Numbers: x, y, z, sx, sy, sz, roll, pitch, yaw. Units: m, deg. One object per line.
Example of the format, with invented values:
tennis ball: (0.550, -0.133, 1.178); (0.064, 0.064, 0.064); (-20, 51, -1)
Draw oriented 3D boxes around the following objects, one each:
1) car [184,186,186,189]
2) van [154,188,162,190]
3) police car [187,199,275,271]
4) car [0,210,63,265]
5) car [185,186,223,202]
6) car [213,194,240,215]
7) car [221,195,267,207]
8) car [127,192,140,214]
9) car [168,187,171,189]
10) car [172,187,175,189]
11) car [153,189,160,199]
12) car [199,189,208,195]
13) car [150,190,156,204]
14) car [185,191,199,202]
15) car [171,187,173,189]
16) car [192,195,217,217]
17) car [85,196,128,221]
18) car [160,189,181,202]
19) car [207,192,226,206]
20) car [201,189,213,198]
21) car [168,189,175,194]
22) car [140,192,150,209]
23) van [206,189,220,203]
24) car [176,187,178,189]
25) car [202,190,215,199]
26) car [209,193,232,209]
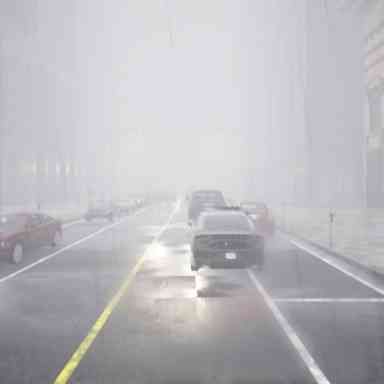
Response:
car: (-0.010, -0.044, 64.855); (2.150, 2.045, 5.566); (0, 1, 0)
van: (-5.768, 0.255, 55.686); (1.690, 1.788, 3.998); (0, 1, 0)
police car: (0.898, 1.222, 10.282); (1.930, 1.638, 5.238); (0, 1, 0)
car: (-5.762, 1.329, 10.884); (1.887, 1.381, 4.507); (0, 1, 0)
car: (0.817, 0.827, 20.188); (2.150, 2.045, 5.566); (0, 1, -1)
car: (2.761, 0.980, 27.865); (1.752, 1.417, 4.829); (0, 1, 0)
car: (2.763, 1.116, 16.491); (1.967, 1.590, 4.097); (0, 1, 0)
car: (-5.764, 0.986, 27.516); (1.752, 1.417, 4.829); (0, 1, 0)
car: (-5.770, 0.137, 66.889); (1.967, 1.590, 4.097); (0, 1, 0)
car: (-5.772, -0.080, 78.090); (1.967, 1.590, 4.097); (0, 1, 0)
car: (-5.767, 0.676, 44.489); (1.887, 1.381, 4.507); (0, 1, 0)
car: (2.753, 0.024, 78.105); (1.887, 1.381, 4.507); (0, 1, 0)
car: (-5.766, 0.785, 38.887); (1.887, 1.381, 4.507); (0, 1, 0)
car: (0.021, 0.603, 47.296); (1.812, 1.442, 4.674); (0, 1, 0)
car: (-5.772, 0.154, 72.492); (1.947, 1.339, 4.313); (0, 1, 0)
car: (0.896, 1.013, 26.171); (1.812, 1.442, 4.674); (0, 1, 0)
car: (-5.764, 1.149, 22.086); (1.802, 1.307, 4.206); (0, 1, 0)
car: (-3.030, 0.641, 46.464); (2.033, 1.411, 5.357); (0, 1, 1)
car: (2.759, 0.785, 38.897); (1.887, 1.381, 4.507); (0, 1, 0)
car: (2.756, 0.245, 61.300); (1.967, 1.590, 4.097); (0, 1, 0)
car: (-5.775, -0.263, 94.895); (1.802, 1.307, 4.206); (0, 1, 0)
car: (-5.765, 0.789, 33.284); (1.967, 1.590, 4.097); (0, 1, 0)
van: (2.759, 0.472, 44.494); (1.690, 1.788, 3.998); (0, 1, 0)
car: (-5.774, -0.422, 89.290); (2.192, 1.841, 5.009); (0, 1, 0)
car: (2.756, 0.458, 55.701); (1.887, 1.381, 4.507); (0, 1, 0)
car: (2.760, 0.894, 33.297); (1.887, 1.381, 4.507); (0, 1, 0)
